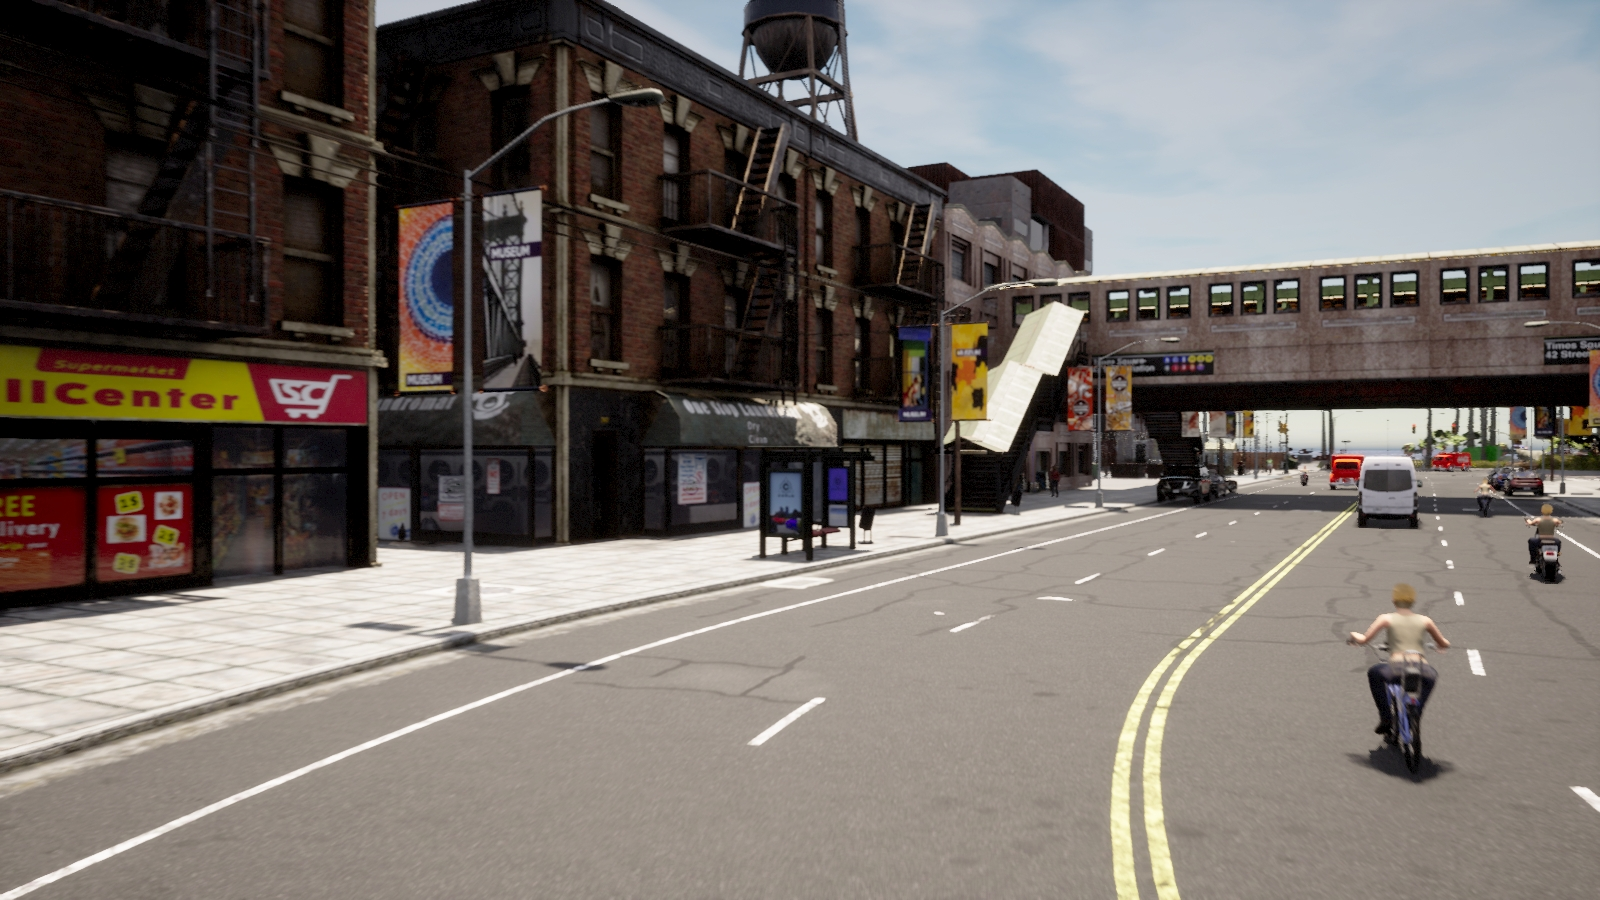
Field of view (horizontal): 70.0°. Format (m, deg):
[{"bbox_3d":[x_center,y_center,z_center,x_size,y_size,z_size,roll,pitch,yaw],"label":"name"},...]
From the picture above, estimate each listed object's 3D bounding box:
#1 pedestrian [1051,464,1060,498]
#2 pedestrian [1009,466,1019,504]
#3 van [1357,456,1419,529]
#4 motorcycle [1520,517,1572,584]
[{"bbox_3d":[14.023,1.702,62.749,0.375,1.860,0.375,0,0,35],"label":"pedestrian"},{"bbox_3d":[10.533,1.701,56.262,0.375,1.860,0.375,0,0,31],"label":"pedestrian"},{"bbox_3d":[22.685,1.543,44.022,1.988,2.561,5.915,0,0,28],"label":"van"},{"bbox_3d":[16.422,2.176,25.185,0.764,1.277,2.356,0,0,28],"label":"motorcycle"}]
